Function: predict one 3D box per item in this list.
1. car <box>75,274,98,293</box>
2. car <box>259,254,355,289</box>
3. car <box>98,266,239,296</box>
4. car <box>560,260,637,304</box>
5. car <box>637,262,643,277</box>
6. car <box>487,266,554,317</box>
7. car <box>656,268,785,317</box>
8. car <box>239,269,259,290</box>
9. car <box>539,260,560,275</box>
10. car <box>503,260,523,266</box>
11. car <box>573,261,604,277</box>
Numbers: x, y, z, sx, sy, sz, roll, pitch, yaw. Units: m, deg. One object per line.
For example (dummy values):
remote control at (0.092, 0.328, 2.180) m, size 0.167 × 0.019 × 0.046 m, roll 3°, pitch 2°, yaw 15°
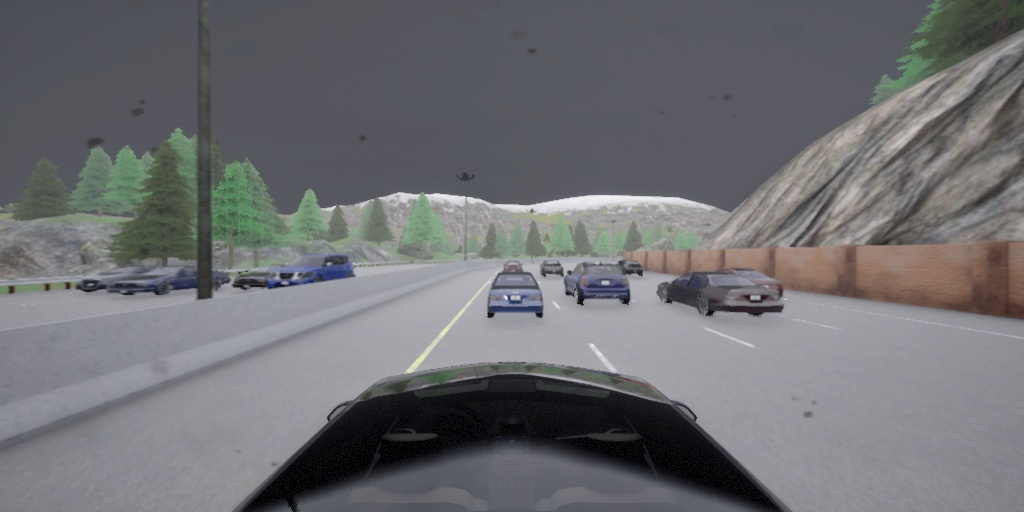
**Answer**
car at (-21.099, 1.232, 19.939) m, size 1.994 × 1.385 × 4.181 m, roll 0°, pitch 0°, yaw 0°
car at (-10.602, 0.893, 19.507) m, size 2.150 × 2.045 × 5.566 m, roll 0°, pitch 0°, yaw 0°
car at (-17.603, 1.220, 18.904) m, size 2.033 × 1.411 × 5.357 m, roll 0°, pitch 0°, yaw 0°
car at (3.598, 1.040, 15.916) m, size 2.097 × 1.767 × 4.553 m, roll 0°, pitch 0°, yaw 0°
car at (10.597, 1.117, 33.265) m, size 1.837 × 1.490 × 4.892 m, roll 0°, pitch 0°, yaw 0°
car at (0.100, 1.248, 12.925) m, size 2.033 × 1.411 × 5.357 m, roll 0°, pitch 0°, yaw 0°
car at (7.098, 1.248, 12.968) m, size 2.033 × 1.411 × 5.357 m, roll 0°, pitch 0°, yaw 0°
car at (-14.104, 1.209, 21.721) m, size 2.033 × 1.411 × 5.357 m, roll 0°, pitch 0°, yaw 0°
car at (3.597, 1.103, 33.155) m, size 2.128 × 1.511 × 4.902 m, roll 0°, pitch 0°, yaw 0°
car at (0.098, 1.133, 34.223) m, size 1.812 × 1.442 × 4.674 m, roll 0°, pitch 0°, yaw 0°
car at (7.096, 1.173, 33.745) m, size 1.994 × 1.385 × 4.181 m, roll 0°, pitch 0°, yaw 0°
